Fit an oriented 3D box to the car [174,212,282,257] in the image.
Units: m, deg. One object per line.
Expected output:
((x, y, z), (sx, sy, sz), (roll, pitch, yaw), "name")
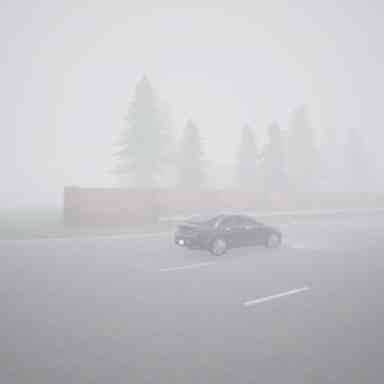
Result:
((1.584, 1.587, 13.471), (4.892, 1.490, 1.837), (1, 0, -35), "car")
